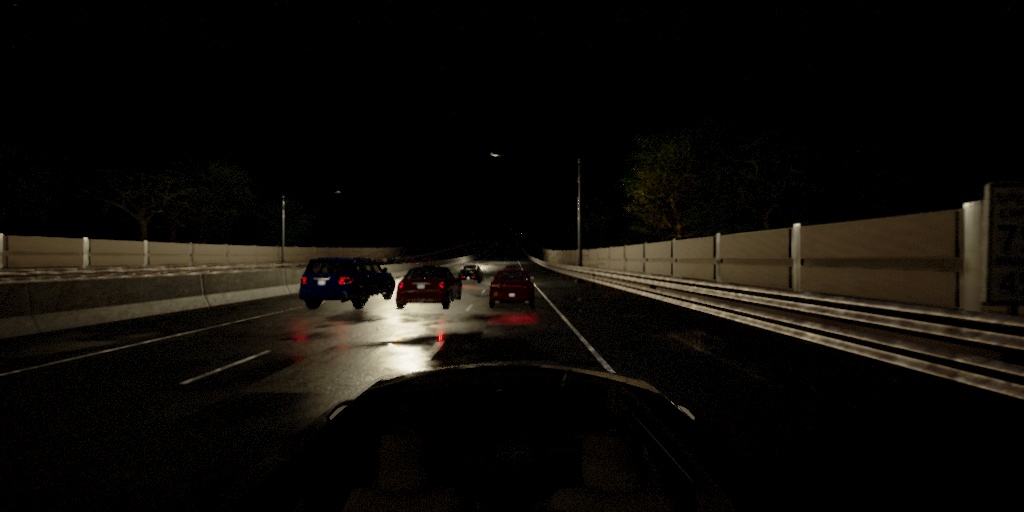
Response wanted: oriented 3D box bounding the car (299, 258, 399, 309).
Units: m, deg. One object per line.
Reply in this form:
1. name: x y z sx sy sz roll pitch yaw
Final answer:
1. car: -7.000 1.096 15.873 2.150 2.045 5.566 0 0 0

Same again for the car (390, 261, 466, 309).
1. car: -3.498 1.230 15.912 2.097 1.767 4.553 0 -1 0

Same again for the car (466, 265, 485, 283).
1. car: -3.498 1.523 31.159 1.837 1.490 4.892 0 0 0

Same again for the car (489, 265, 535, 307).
1. car: 0.006 1.362 16.324 1.882 1.535 5.008 0 0 0
